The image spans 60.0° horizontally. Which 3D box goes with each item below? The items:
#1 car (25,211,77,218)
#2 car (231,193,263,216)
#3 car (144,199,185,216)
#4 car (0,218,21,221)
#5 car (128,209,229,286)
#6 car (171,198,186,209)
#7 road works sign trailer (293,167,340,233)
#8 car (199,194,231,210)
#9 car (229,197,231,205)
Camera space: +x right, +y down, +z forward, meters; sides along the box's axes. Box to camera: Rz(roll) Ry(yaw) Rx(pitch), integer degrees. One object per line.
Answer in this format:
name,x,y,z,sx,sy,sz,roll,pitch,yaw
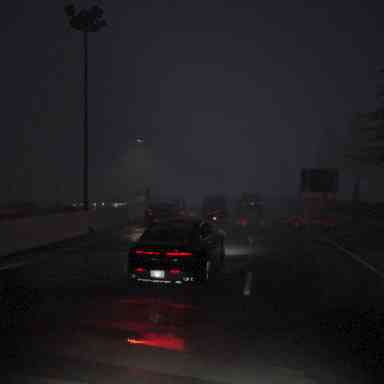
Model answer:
car,-9.041,1.500,22.652,1.994,1.385,4.181,0,0,5
car,5.426,1.147,32.170,2.150,2.045,5.566,0,0,1
car,-1.871,1.448,21.929,1.837,1.490,4.892,0,0,6
car,-12.432,1.408,23.708,1.882,1.535,5.008,0,0,4
car,-0.207,1.482,9.438,1.837,1.490,4.892,0,0,13
car,-1.752,1.394,38.401,2.128,1.511,4.902,0,0,-4
road works sign trailer,7.305,0.424,18.609,2.380,3.560,2.880,0,0,-13
car,1.694,0.980,25.883,1.837,1.490,4.892,-15,14,7
car,4.805,1.375,43.301,1.882,1.535,5.008,0,0,-5
